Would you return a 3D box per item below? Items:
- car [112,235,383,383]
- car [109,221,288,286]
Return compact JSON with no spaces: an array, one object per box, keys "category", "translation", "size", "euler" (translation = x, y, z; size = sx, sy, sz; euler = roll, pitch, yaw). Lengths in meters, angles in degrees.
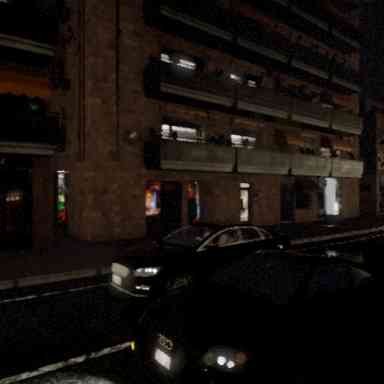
[{"category":"car","translation":[1.288,1.566,4.681],"size":[4.181,1.385,1.994],"euler":[0,0,-37]},{"category":"car","translation":[0.455,1.491,8.120],"size":[4.902,1.511,2.128],"euler":[0,0,-37]}]
